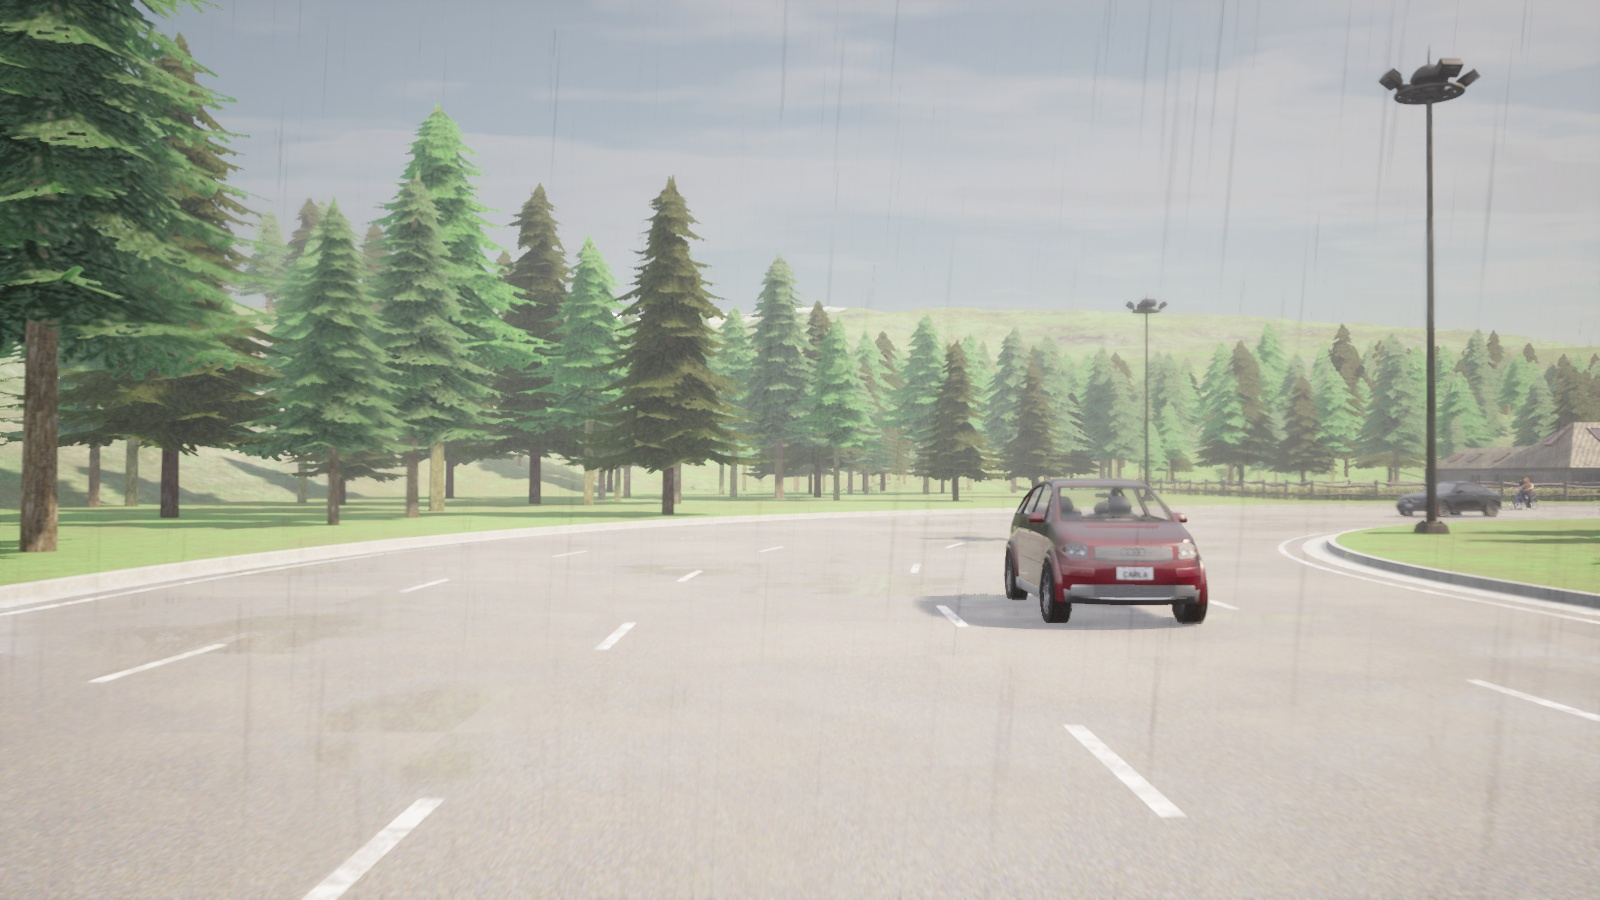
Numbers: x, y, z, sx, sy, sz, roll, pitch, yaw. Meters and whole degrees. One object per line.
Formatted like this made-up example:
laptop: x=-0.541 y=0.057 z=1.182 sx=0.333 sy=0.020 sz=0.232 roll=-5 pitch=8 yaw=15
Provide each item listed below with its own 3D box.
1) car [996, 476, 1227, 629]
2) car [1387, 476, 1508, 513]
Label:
car: x=3.470 y=1.085 z=14.667 sx=1.789 sy=1.549 sz=3.705 roll=0 pitch=-1 yaw=0
car: x=26.276 y=1.780 z=50.952 sx=4.674 sy=1.442 sz=1.812 roll=0 pitch=-1 yaw=-24
